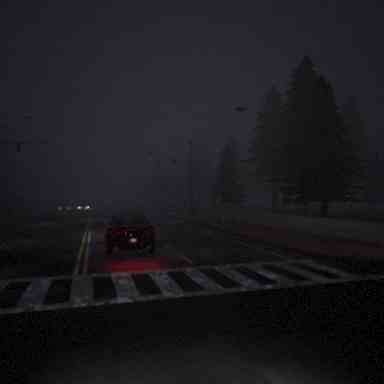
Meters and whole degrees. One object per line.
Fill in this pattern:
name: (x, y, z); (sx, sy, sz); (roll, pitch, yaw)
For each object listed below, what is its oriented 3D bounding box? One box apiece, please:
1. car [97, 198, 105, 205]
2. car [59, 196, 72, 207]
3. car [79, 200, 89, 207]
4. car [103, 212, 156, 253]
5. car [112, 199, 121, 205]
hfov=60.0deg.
car: (-21.529, 2.245, 78.817); (1.882, 1.535, 5.008); (0, -1, -16)
car: (-25.234, 1.895, 66.490); (2.150, 2.045, 5.566); (0, -1, -16)
car: (-21.788, 2.272, 67.170); (1.895, 1.301, 4.718); (0, -1, -16)
car: (-2.805, 1.625, 14.516); (1.882, 1.535, 5.008); (0, 0, -16)
car: (-18.169, 2.303, 79.793); (2.128, 1.511, 4.902); (0, -1, -16)
